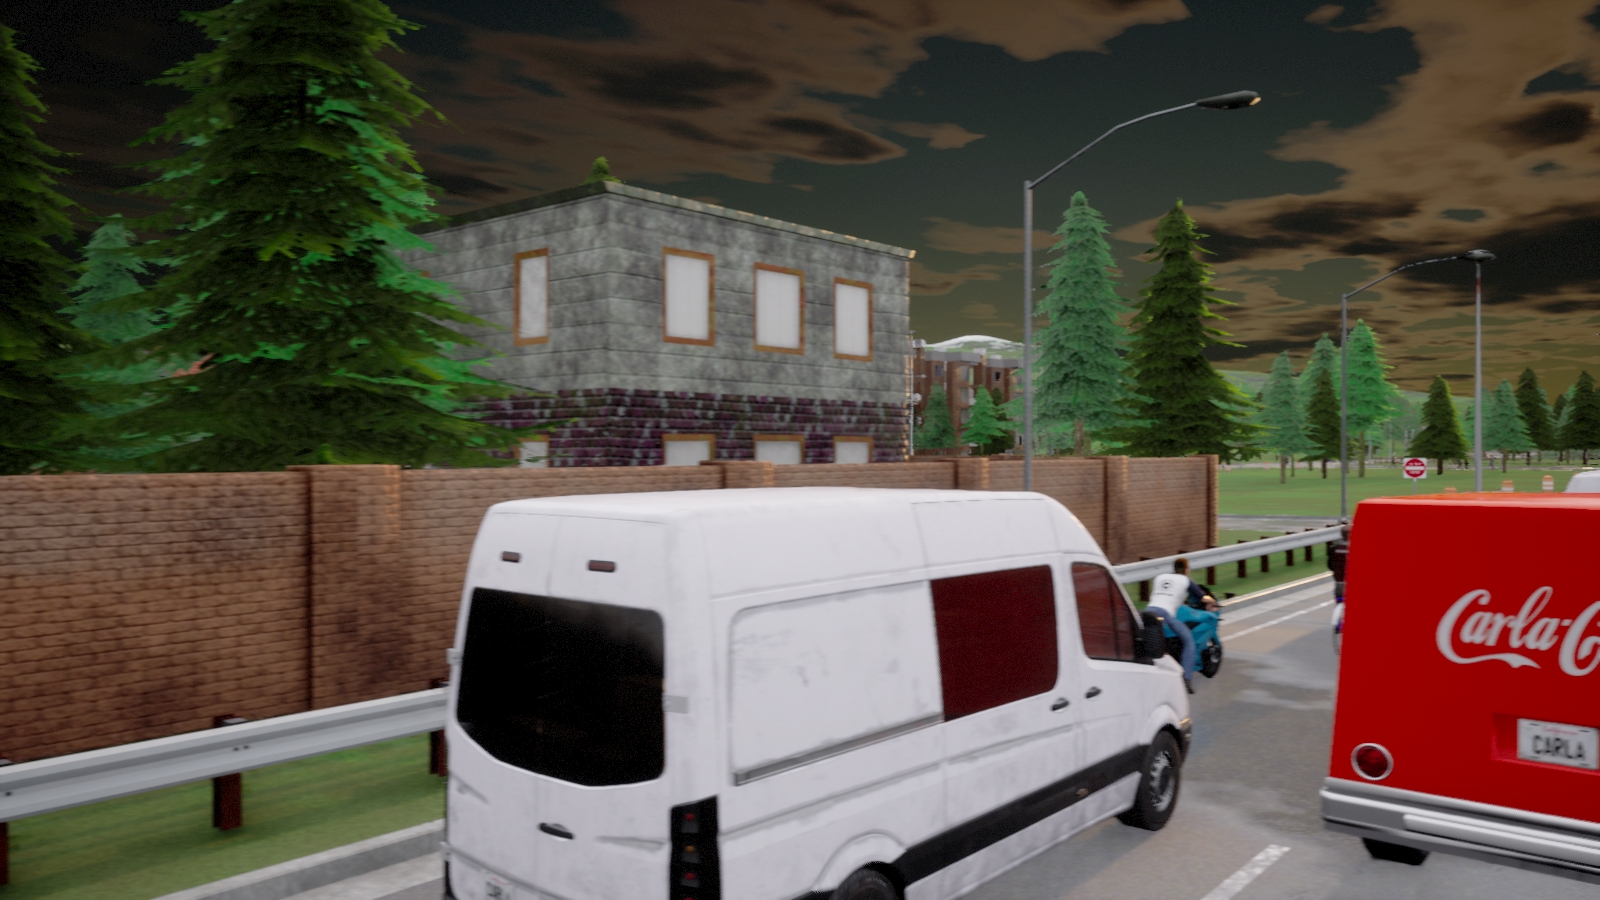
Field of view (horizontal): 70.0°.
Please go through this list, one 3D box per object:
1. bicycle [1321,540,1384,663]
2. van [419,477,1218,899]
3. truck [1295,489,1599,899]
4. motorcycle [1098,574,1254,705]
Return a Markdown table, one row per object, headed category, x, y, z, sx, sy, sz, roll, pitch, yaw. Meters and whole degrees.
| category | x | y | z | sx | sy | sz | roll | pitch | yaw |
| --- | --- | --- | --- | --- | --- | --- | --- | --- | --- |
| bicycle | 7.631 | 2.043 | 15.737 | 0.329 | 1.471 | 1.835 | 0 | 0 | 40 |
| van | 0.683 | 1.527 | 7.576 | 1.988 | 2.561 | 5.915 | 0 | 0 | 40 |
| truck | 5.686 | 1.536 | 8.044 | 2.627 | 2.467 | 5.204 | 0 | -1 | 40 |
| motorcycle | 4.444 | 2.173 | 13.433 | 2.033 | 1.199 | 0.803 | 0 | 0 | -40 |
